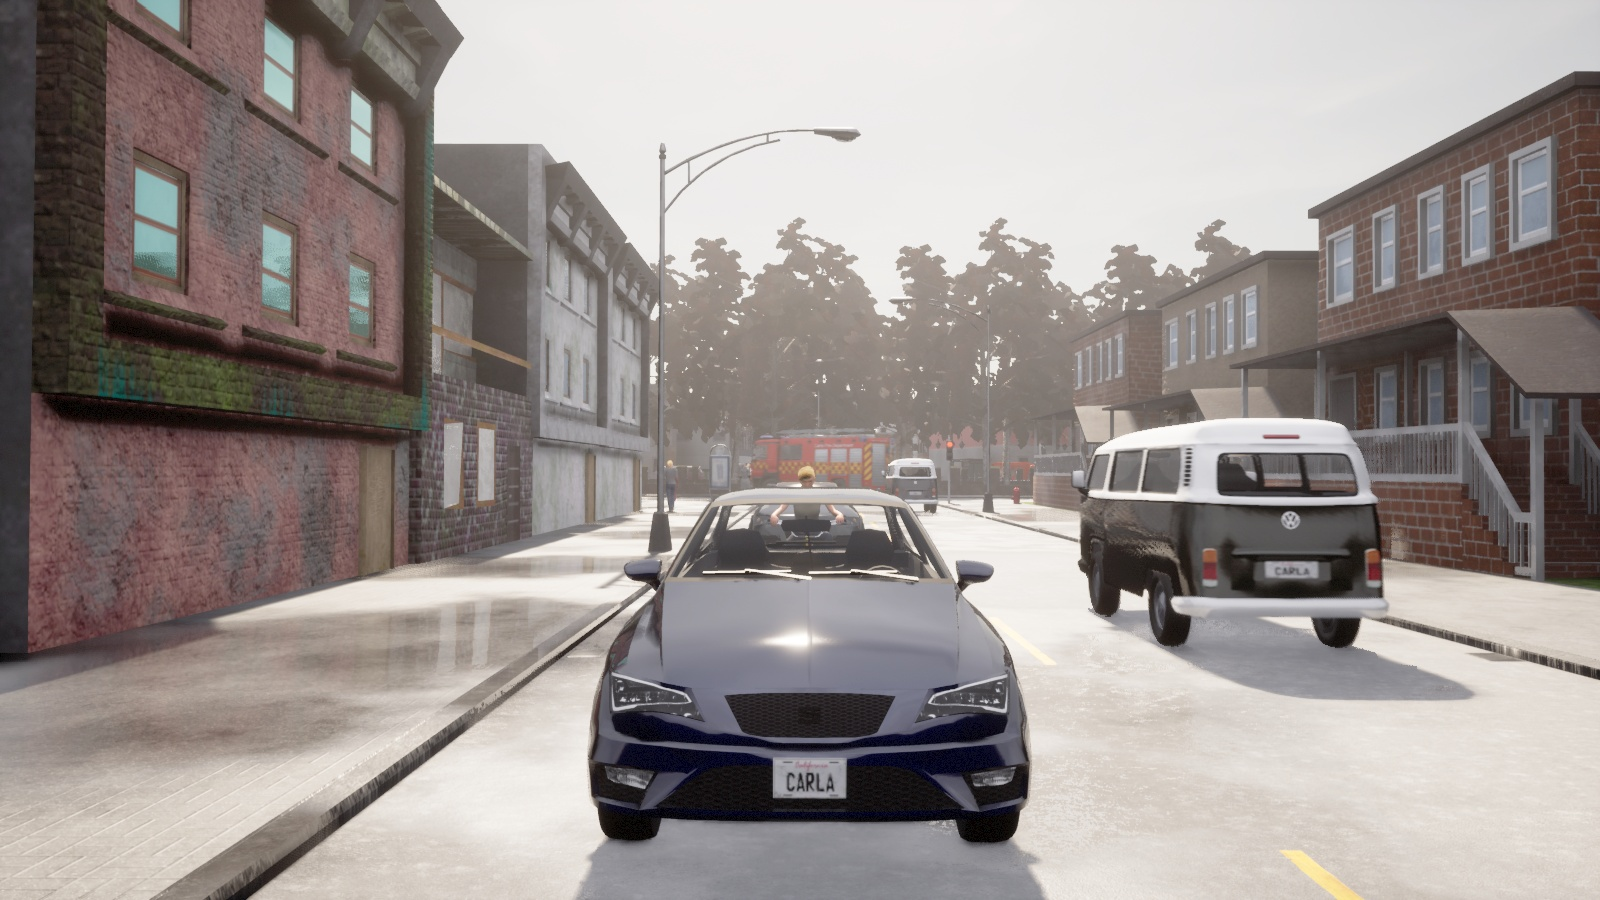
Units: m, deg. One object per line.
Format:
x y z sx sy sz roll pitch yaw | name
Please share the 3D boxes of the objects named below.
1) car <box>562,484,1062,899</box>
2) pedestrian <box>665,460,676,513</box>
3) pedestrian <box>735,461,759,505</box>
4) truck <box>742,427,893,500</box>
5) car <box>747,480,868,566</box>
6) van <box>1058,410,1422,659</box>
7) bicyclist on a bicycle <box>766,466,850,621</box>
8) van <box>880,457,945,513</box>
0.049 0.940 6.673 1.816 1.474 4.193 0 -1 0 | car
-4.546 1.281 44.094 0.354 1.836 0.706 0 -1 -7 | pedestrian
-2.373 1.482 56.621 0.659 1.952 0.873 -1 -1 40 | pedestrian
0.879 0.813 69.662 8.468 3.827 2.891 -1 -2 40 | truck
0.126 1.261 22.824 1.994 1.385 4.181 0 -1 0 | car
4.076 0.732 12.560 2.069 2.038 4.480 0 -1 0 | van
0.084 0.983 13.839 0.866 1.612 1.509 0 -1 0 | bicyclist on a bicycle
4.246 1.326 48.081 2.069 2.038 4.480 0 -1 0 | van
